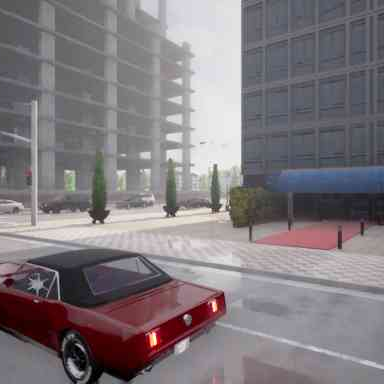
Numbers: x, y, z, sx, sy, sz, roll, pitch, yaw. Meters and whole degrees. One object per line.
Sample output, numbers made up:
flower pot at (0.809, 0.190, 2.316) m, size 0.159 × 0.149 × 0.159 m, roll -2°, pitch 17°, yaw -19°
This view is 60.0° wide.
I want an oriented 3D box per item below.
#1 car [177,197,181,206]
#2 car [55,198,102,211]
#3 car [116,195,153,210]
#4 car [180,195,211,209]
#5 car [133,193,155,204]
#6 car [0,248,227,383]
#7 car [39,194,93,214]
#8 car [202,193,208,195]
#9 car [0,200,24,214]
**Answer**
car at (-1.729, 1.547, 52.913) m, size 2.033 × 1.411 × 5.357 m, roll 0°, pitch 0°, yaw 36°
car at (-14.105, 1.547, 41.751) m, size 2.033 × 1.411 × 5.357 m, roll 0°, pitch 0°, yaw 36°
car at (-7.943, 1.505, 44.310) m, size 1.837 × 1.490 × 4.892 m, roll 0°, pitch 0°, yaw 36°
car at (0.975, 1.504, 44.377) m, size 1.837 × 1.490 × 4.892 m, roll 0°, pitch 0°, yaw 36°
car at (-7.978, 1.220, 50.241) m, size 2.150 × 2.045 × 5.566 m, roll 0°, pitch 0°, yaw 36°
car at (-1.927, 1.601, 5.357) m, size 4.718 × 1.301 × 1.895 m, roll 0°, pitch 0°, yaw 35°
car at (-13.719, 1.221, 36.300) m, size 2.150 × 2.045 × 5.566 m, roll 0°, pitch 0°, yaw 36°
car at (0.364, 1.492, 61.706) m, size 2.128 × 1.511 × 4.902 m, roll 0°, pitch 0°, yaw 36°
car at (-19.710, 1.526, 33.971) m, size 1.812 × 1.442 × 4.674 m, roll 0°, pitch 0°, yaw 36°
